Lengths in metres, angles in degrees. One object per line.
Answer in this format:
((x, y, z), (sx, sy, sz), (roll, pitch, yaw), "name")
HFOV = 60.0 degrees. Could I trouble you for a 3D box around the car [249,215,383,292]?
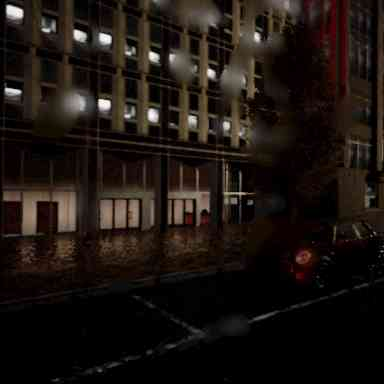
((3.435, 1.461, 8.998), (4.097, 1.590, 1.967), (0, 1, -35), "car")
